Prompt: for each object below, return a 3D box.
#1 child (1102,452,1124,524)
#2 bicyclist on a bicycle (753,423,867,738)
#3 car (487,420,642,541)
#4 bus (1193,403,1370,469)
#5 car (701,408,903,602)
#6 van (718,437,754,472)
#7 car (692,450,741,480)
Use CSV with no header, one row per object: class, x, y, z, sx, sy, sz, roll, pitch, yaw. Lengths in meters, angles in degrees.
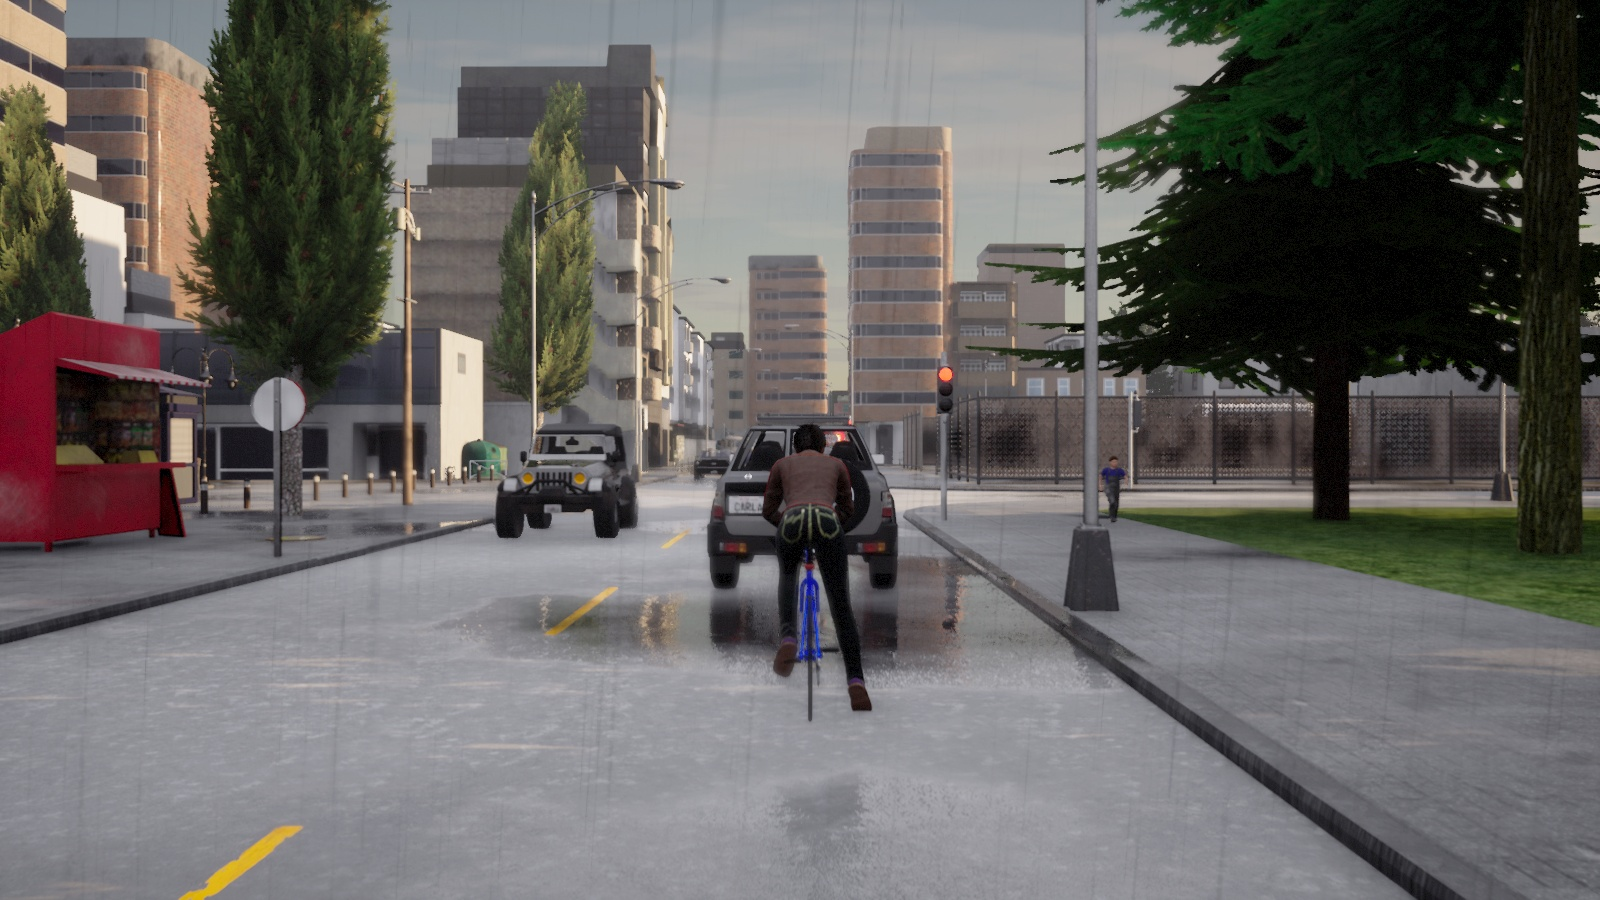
child,5.522,0.664,22.151,0.270,1.263,0.437,0,0,-3
bicyclist on a bicycle,0.056,0.674,7.295,0.582,1.620,1.656,0,0,0
car,-3.886,0.465,21.378,1.905,1.878,3.866,0,0,0
bus,31.809,-0.894,83.361,10.273,4.253,3.944,0,0,4
car,0.069,0.514,14.328,1.932,1.855,4.605,0,0,1
van,-3.668,0.244,72.438,1.775,1.987,4.442,0,0,1
car,-3.733,0.647,56.714,1.895,1.301,4.718,0,0,0
